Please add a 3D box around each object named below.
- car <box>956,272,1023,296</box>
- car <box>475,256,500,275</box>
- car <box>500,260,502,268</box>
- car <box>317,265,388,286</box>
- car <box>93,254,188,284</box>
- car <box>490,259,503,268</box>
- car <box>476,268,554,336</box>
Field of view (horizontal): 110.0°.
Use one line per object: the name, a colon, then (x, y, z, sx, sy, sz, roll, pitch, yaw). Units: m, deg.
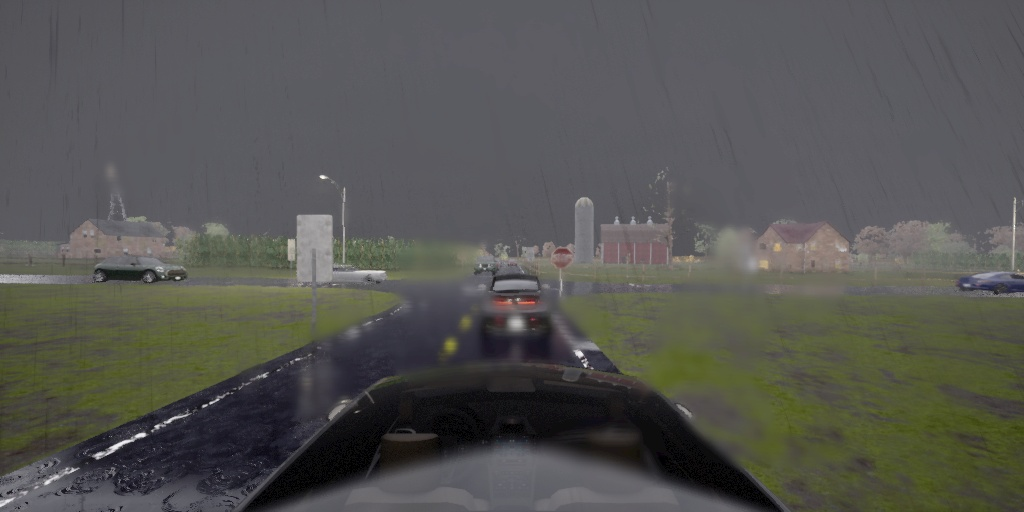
car: (31.673, 1.754, 23.138, 4.674, 1.442, 1.812, 1, 1, 0)
car: (-2.822, 0.990, 39.853, 2.150, 2.045, 5.566, 0, 0, 0)
car: (-2.802, 1.259, 50.320, 1.882, 1.535, 5.008, 0, 0, 0)
car: (-10.669, 1.233, 23.379, 4.718, 1.301, 1.895, 1, 1, -5)
car: (-23.661, 0.796, 22.974, 4.553, 1.767, 2.097, 1, 1, 0)
car: (-2.749, 1.294, 63.671, 2.128, 1.511, 4.902, 0, 0, 0)
car: (0.106, 1.255, 10.383, 1.837, 1.490, 4.892, 0, 0, 0)
